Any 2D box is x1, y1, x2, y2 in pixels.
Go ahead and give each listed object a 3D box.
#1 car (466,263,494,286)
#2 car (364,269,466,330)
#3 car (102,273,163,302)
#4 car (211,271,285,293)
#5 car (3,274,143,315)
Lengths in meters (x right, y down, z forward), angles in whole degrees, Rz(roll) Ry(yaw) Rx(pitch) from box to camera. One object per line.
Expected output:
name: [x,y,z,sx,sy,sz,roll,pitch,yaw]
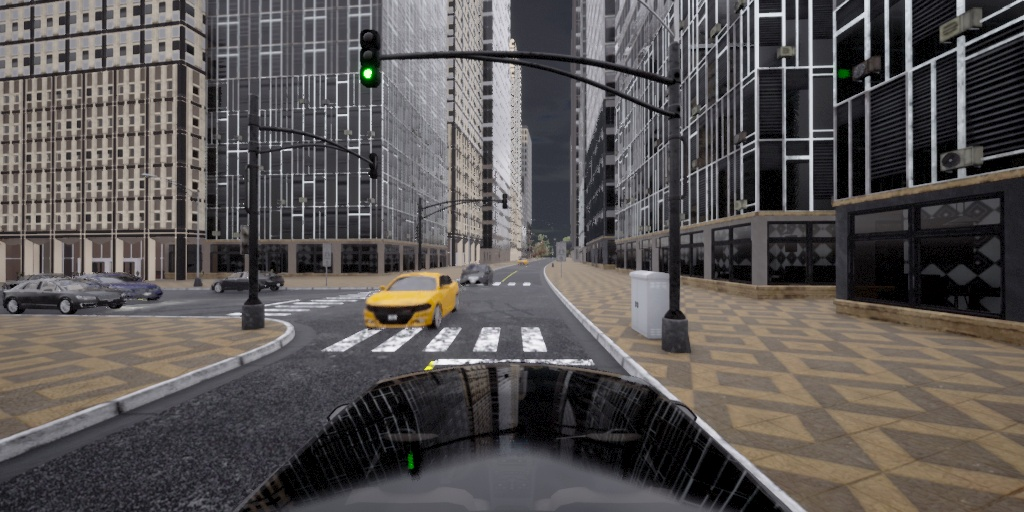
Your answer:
car: [-2.367,1.294,25.359,2.128,1.511,4.902,0,1,3]
car: [-2.880,1.252,11.291,1.882,1.535,5.008,0,0,1]
car: [-19.713,1.595,17.496,4.674,1.442,1.812,-1,0,9]
car: [-16.845,1.616,22.903,4.403,1.370,2.007,0,0,9]
car: [-18.147,1.571,14.624,4.403,1.370,2.007,0,0,9]
